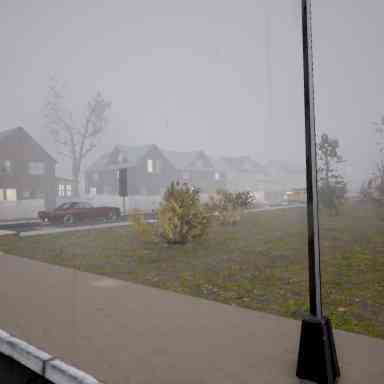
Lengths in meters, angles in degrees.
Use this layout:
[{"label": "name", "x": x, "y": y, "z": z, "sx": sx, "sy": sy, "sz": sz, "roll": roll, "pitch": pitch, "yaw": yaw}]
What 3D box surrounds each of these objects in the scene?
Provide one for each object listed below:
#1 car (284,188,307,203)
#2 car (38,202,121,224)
[{"label": "car", "x": 13.949, "y": 0.593, "z": 42.280, "sx": 1.882, "sy": 1.535, "sz": 5.008, "roll": -2, "pitch": -1, "yaw": 44}, {"label": "car", "x": -6.740, "y": 1.252, "z": 20.469, "sx": 1.895, "sy": 1.301, "sz": 4.718, "roll": -2, "pitch": -1, "yaw": 43}]
